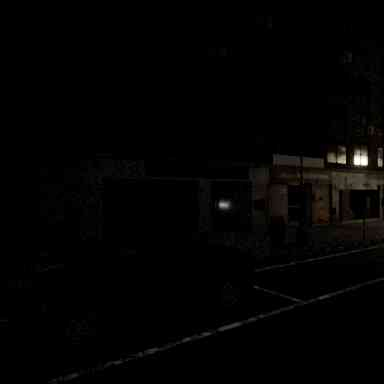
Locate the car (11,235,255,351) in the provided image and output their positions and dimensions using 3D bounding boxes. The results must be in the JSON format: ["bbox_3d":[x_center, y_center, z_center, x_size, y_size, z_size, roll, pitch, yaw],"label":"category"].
[{"bbox_3d":[-0.813,1.545,6.185,4.507,1.381,1.887,0,0,-35],"label":"car"}]
